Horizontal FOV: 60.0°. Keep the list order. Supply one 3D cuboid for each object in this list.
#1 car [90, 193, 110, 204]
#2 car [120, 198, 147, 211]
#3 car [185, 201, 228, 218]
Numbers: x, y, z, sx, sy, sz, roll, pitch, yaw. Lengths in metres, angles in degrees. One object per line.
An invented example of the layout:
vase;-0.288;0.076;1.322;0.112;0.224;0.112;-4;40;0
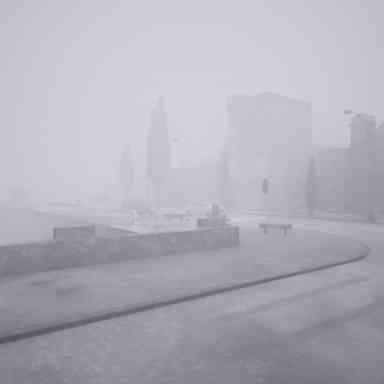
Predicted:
car;-17.293;1.221;62.522;2.150;2.045;5.566;0;0;-36
car;-7.307;1.498;41.356;1.837;1.490;4.892;0;2;-35
car;1.176;1.525;29.482;1.812;1.442;4.674;0;0;-36
